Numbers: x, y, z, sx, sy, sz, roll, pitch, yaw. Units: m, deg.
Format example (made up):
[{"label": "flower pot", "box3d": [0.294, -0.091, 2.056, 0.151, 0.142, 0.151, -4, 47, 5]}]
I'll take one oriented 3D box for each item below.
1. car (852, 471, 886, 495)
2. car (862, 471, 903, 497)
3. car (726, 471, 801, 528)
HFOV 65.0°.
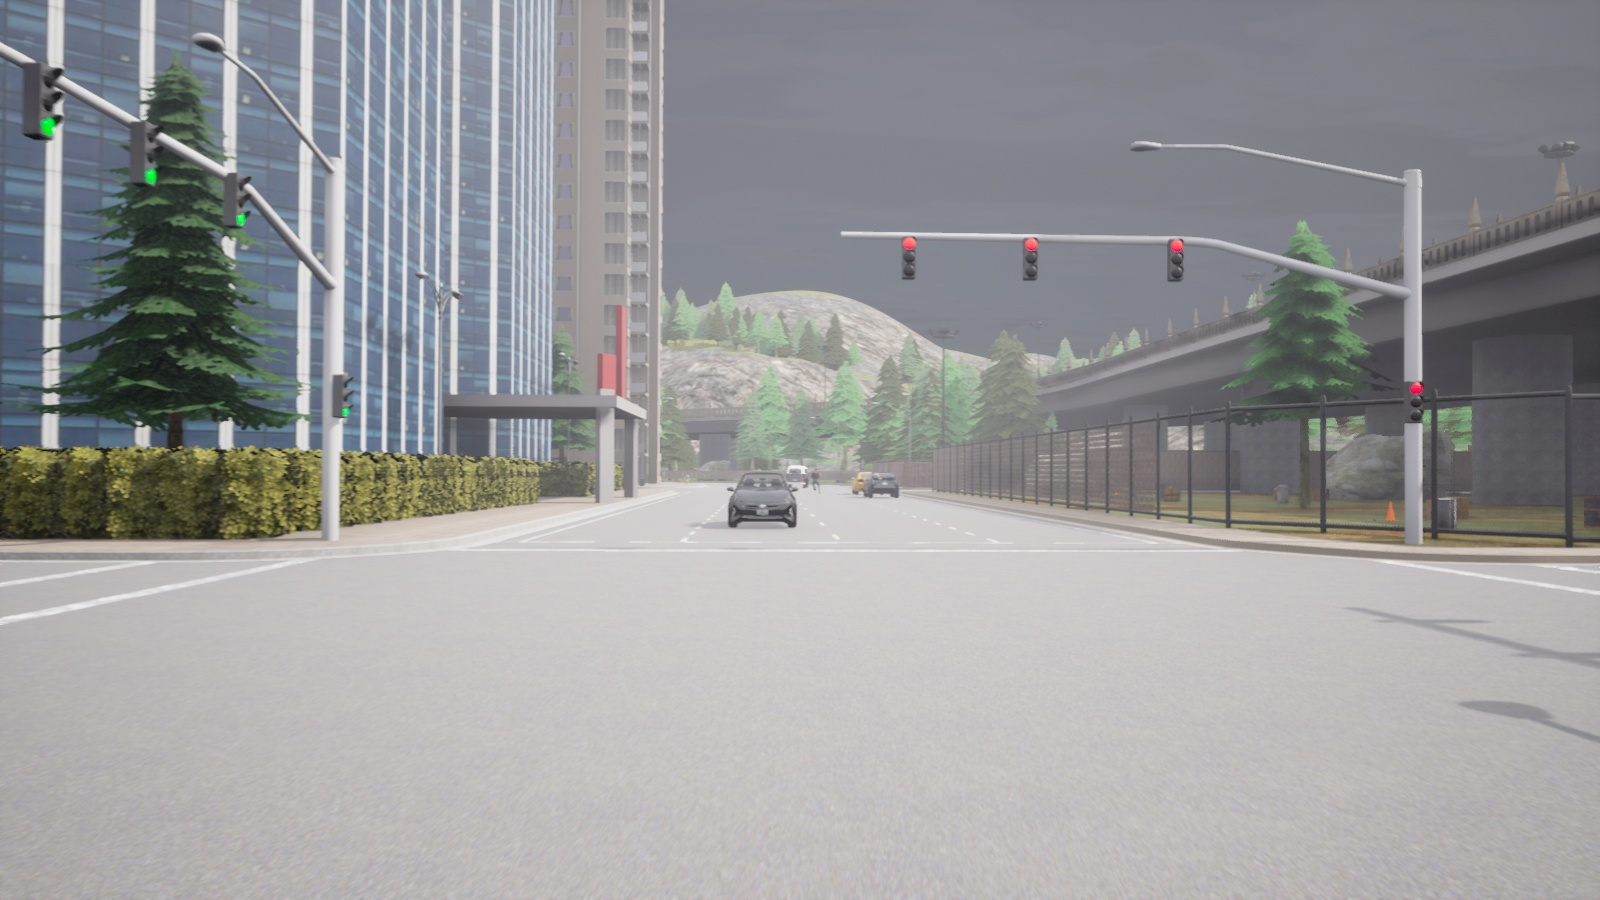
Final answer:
[{"label": "car", "box3d": [4.614, 2.198, 84.944, 1.882, 1.535, 5.008, 0, -1, -2]}, {"label": "car", "box3d": [4.893, 1.996, 74.821, 2.007, 1.525, 4.514, 0, -1, -2]}, {"label": "car", "box3d": [-1.041, 1.368, 35.950, 2.007, 1.525, 4.514, 0, -1, -2]}]
